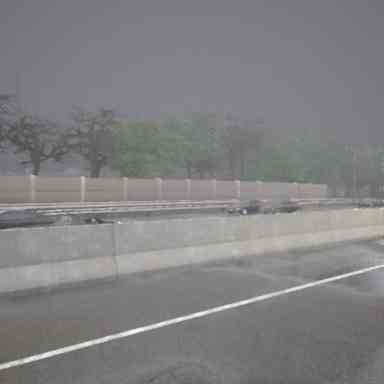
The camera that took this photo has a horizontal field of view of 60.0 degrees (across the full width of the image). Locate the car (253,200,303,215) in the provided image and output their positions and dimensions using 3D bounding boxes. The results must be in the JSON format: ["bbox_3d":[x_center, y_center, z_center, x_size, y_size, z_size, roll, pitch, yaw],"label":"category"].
[{"bbox_3d":[8.403,1.512,31.346,4.892,1.490,1.837,0,0,-35],"label":"car"}]

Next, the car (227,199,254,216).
[{"bbox_3d":[5.563,1.511,32.780,4.892,1.490,1.837,0,0,-38],"label":"car"}]

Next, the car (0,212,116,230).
[{"bbox_3d":[-4.927,1.600,13.370,4.718,1.301,1.895,0,0,-35],"label":"car"}]

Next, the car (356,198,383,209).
[{"bbox_3d":[25.819,1.600,47.829,5.357,1.411,2.033,0,0,-34],"label":"car"}]

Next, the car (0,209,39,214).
[{"bbox_3d":[-8.394,1.525,15.197,4.674,1.442,1.812,0,0,-35],"label":"car"}]
